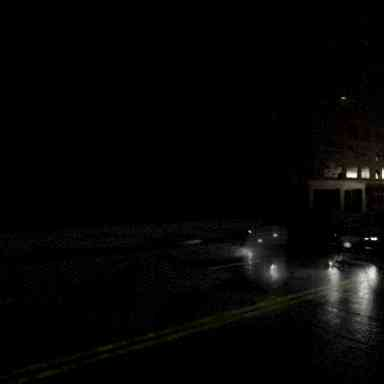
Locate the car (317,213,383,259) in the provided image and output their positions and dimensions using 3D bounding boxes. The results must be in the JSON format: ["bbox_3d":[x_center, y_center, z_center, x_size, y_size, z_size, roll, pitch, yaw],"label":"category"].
[{"bbox_3d":[7.370,1.577,12.940,4.902,1.511,2.128,0,0,-36],"label":"car"}]

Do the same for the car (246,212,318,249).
[{"bbox_3d":[4.957,1.628,15.212,5.357,1.411,2.033,0,0,-36],"label":"car"}]
